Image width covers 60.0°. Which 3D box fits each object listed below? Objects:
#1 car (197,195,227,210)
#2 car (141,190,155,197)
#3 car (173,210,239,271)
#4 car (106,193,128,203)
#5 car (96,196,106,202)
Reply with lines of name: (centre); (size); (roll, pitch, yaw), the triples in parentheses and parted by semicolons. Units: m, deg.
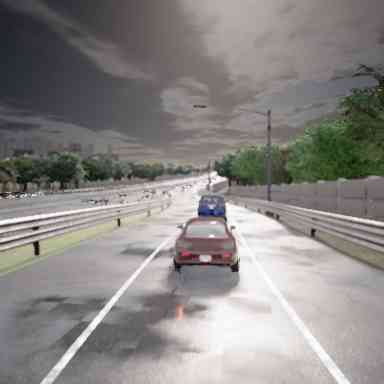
car: (1.591, 1.220, 26.566); (2.150, 2.045, 5.566); (0, 0, 4)
car: (-13.024, 0.988, 93.785); (2.128, 1.511, 4.902); (1, 3, 11)
car: (0.467, 1.528, 10.811); (1.812, 1.442, 4.674); (0, 0, 3)
car: (-16.764, 1.732, 74.365); (2.097, 1.767, 4.553); (1, 3, 11)
car: (-20.203, 1.683, 75.017); (2.097, 1.767, 4.553); (1, 3, 11)
